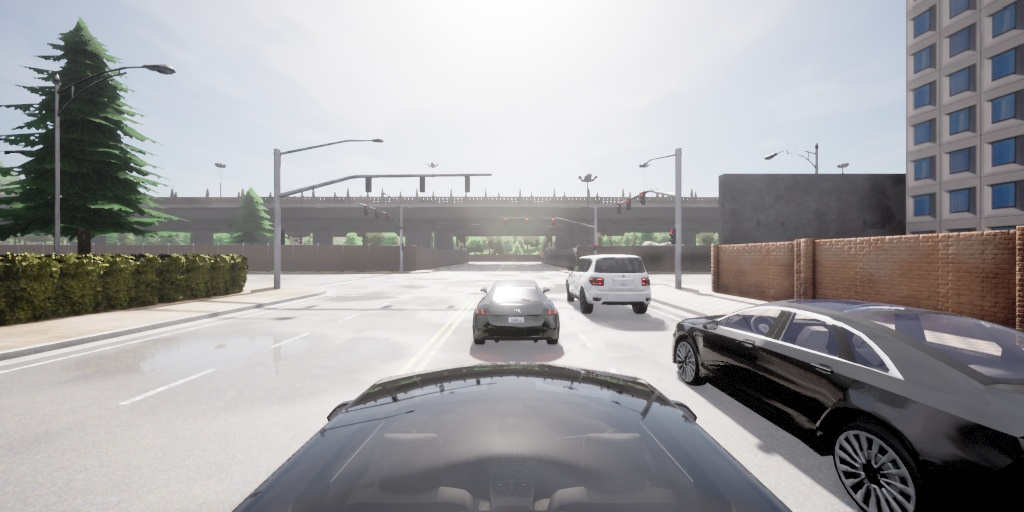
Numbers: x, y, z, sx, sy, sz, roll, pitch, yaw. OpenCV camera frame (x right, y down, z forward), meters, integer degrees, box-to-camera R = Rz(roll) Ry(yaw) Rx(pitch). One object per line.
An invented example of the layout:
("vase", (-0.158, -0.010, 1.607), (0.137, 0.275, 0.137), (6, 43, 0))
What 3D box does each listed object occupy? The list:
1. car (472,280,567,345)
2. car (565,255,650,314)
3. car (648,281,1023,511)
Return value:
("car", (0.087, 1.314, 9.547), (1.994, 1.385, 4.181), (0, 0, 0))
("car", (3.481, 0.971, 13.895), (2.150, 2.045, 5.566), (0, 0, 0))
("car", (3.593, 1.242, 4.090), (2.128, 1.511, 4.902), (0, 0, 0))
